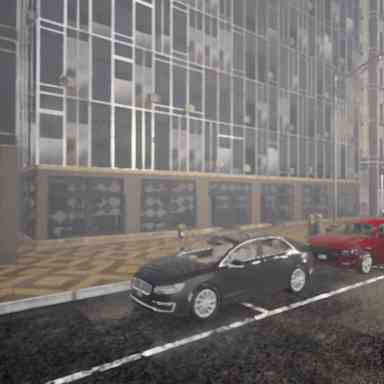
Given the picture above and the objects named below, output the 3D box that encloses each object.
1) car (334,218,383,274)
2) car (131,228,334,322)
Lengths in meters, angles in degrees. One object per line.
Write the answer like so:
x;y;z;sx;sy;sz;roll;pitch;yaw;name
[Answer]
5.436;1.540;10.535;4.507;1.381;1.887;0;0;-36;car
0.837;1.560;7.186;4.403;1.369;2.008;0;0;-36;car
